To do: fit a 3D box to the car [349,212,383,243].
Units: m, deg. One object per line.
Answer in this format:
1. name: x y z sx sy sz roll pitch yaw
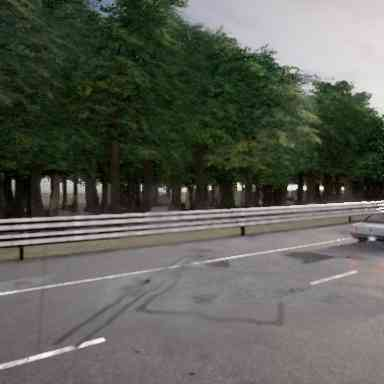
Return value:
1. car: 8.909 1.526 14.404 4.718 1.301 1.895 -1 0 -36
